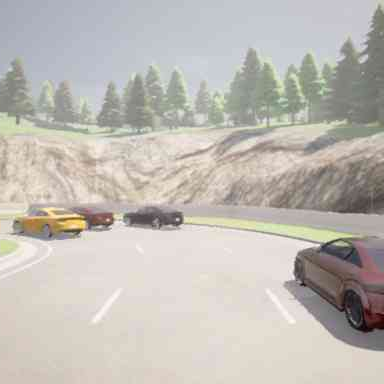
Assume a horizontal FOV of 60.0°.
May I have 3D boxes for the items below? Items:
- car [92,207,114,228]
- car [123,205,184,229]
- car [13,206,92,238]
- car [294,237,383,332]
[{"bbox_3d":[-7.585,1.679,22.534,5.008,1.535,1.882,0,-2,28],"label":"car"},{"bbox_3d":[-2.826,1.690,23.528,5.008,1.535,1.882,0,-1,41],"label":"car"},{"bbox_3d":[-8.211,1.647,18.923,5.008,1.535,1.882,0,-2,36],"label":"car"},{"bbox_3d":[3.624,1.630,6.962,1.994,1.385,4.181,0,-1,0],"label":"car"}]
